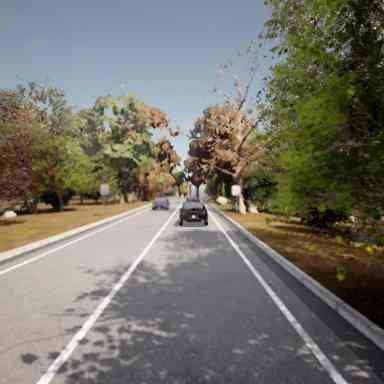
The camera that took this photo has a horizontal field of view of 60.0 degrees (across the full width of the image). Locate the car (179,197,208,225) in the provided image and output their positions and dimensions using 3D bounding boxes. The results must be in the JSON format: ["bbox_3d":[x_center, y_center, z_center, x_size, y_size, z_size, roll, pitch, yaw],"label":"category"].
[{"bbox_3d":[0.107,1.392,23.435,1.882,1.535,5.008,0,0,0],"label":"car"}]

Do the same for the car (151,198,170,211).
[{"bbox_3d":[-3.504,1.351,38.378,2.033,1.411,5.357,0,0,0],"label":"car"}]
